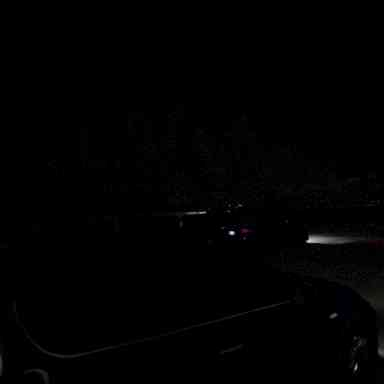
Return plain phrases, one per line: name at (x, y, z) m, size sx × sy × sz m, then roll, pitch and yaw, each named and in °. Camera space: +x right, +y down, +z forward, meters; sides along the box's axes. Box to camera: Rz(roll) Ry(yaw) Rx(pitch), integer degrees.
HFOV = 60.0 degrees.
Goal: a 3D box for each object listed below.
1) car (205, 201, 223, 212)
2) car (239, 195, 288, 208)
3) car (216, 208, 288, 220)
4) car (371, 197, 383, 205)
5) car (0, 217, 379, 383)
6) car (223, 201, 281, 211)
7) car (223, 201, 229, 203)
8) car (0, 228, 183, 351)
car at (3.681, 1.795, 41.094) m, size 4.181 × 1.385 × 1.994 m, roll 0°, pitch 0°, yaw -36°
car at (7.853, 1.402, 35.481) m, size 5.566 × 2.045 × 2.150 m, roll 0°, pitch 0°, yaw -36°
car at (3.261, 1.642, 14.706) m, size 4.181 × 1.385 × 1.994 m, roll 0°, pitch 0°, yaw -36°
car at (36.913, 1.737, 64.858) m, size 4.892 × 1.490 × 1.837 m, roll 0°, pitch 0°, yaw -36°
car at (0.201, 1.378, 3.891) m, size 4.553 × 1.767 × 2.097 m, roll 0°, pitch 0°, yaw -36°
car at (5.348, 1.757, 29.376) m, size 4.718 × 1.301 × 1.895 m, roll 0°, pitch 0°, yaw -36°
car at (6.312, 1.559, 38.681) m, size 4.553 × 1.767 × 2.097 m, roll 0°, pitch 0°, yaw -36°
car at (-2.955, 1.597, 5.925) m, size 5.357 × 1.411 × 2.033 m, roll 0°, pitch 0°, yaw -35°
